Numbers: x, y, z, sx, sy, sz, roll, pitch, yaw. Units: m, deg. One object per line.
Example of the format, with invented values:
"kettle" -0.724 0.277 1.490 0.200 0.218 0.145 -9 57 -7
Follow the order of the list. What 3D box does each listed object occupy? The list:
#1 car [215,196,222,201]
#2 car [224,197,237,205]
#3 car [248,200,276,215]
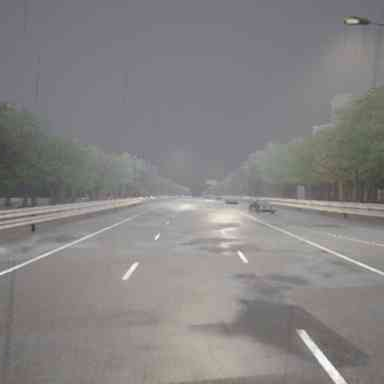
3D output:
"car" 7.181 1.722 90.584 1.812 1.442 4.674 0 -1 0
"car" 7.050 1.583 60.816 1.994 1.385 4.181 0 0 0
"car" 7.135 1.556 34.203 2.033 1.411 5.357 0 0 -2
